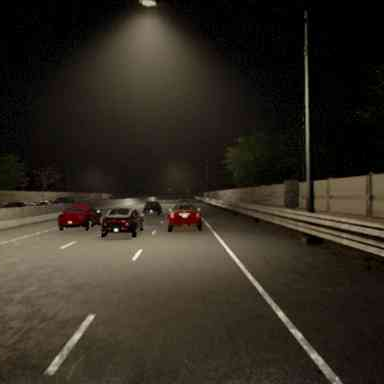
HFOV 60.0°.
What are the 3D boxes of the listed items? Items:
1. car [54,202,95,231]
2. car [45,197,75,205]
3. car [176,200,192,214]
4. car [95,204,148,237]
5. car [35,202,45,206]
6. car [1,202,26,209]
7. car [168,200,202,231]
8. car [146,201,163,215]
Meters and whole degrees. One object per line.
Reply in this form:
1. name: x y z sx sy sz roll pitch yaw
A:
1. car: -7.487 1.705 22.717 1.882 1.535 5.008 -1 0 -2
2. car: -18.889 1.785 48.789 2.150 2.045 5.566 -1 -1 -1
3. car: -1.008 1.750 41.157 1.882 1.535 5.008 -1 0 -2
4. car: -3.884 1.663 19.126 1.837 1.490 4.892 -1 0 -2
5. car: -22.430 2.169 50.849 2.033 1.411 5.357 -1 0 -1
6. car: -25.872 2.174 48.387 1.812 1.442 4.674 -1 0 -1
7. car: -0.476 1.484 22.101 2.097 1.767 4.553 -1 0 -2
8. car: -4.410 1.797 37.795 1.837 1.490 4.892 -1 0 -2
